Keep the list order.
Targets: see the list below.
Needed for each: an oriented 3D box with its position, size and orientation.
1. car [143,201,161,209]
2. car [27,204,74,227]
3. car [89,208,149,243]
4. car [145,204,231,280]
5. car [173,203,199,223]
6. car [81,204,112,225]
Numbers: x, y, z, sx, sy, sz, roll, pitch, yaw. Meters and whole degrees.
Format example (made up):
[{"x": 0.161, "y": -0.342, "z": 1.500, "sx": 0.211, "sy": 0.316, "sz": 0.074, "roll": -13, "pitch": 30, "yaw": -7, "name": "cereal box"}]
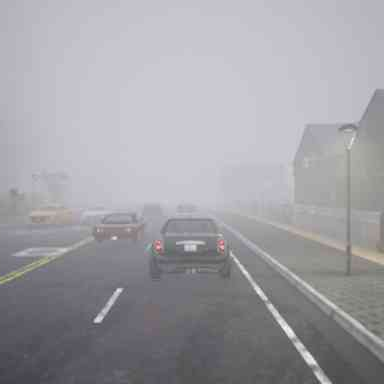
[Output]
[{"x": -4.023, "y": 1.695, "z": 34.616, "sx": 1.882, "sy": 1.535, "sz": 5.008, "roll": 0, "pitch": 0, "yaw": -2, "name": "car"}, {"x": -10.335, "y": 1.640, "z": 24.639, "sx": 1.882, "sy": 1.535, "sz": 5.008, "roll": 0, "pitch": -1, "yaw": -2, "name": "car"}, {"x": -3.412, "y": 1.708, "z": 16.589, "sx": 1.895, "sy": 1.301, "sz": 4.718, "roll": 0, "pitch": 0, "yaw": -1, "name": "car"}, {"x": -0.060, "y": 1.418, "z": 10.363, "sx": 2.097, "sy": 1.767, "sz": 4.553, "roll": 0, "pitch": 0, "yaw": -1, "name": "car"}, {"x": -0.532, "y": 1.726, "z": 28.575, "sx": 2.033, "sy": 1.411, "sz": 5.357, "roll": 0, "pitch": 0, "yaw": -2, "name": "car"}, {"x": -7.118, "y": 1.692, "z": 25.682, "sx": 1.812, "sy": 1.442, "sz": 4.674, "roll": 0, "pitch": -1, "yaw": -2, "name": "car"}]
